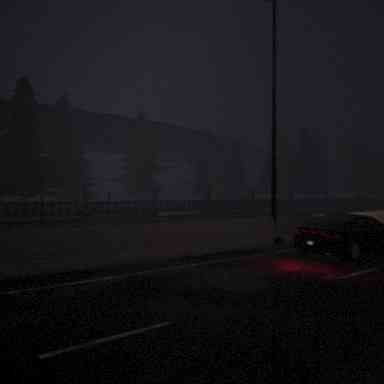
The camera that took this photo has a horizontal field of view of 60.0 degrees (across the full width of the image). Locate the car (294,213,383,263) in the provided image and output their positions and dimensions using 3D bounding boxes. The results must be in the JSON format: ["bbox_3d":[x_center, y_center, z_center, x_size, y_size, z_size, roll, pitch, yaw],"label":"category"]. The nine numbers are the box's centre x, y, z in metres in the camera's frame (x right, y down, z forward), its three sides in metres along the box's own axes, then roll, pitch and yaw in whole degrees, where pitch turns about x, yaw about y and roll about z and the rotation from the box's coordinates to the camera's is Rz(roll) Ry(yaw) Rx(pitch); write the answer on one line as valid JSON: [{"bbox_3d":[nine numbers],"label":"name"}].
[{"bbox_3d":[5.907,1.526,12.333,5.008,1.535,1.882,0,0,-35],"label":"car"}]
